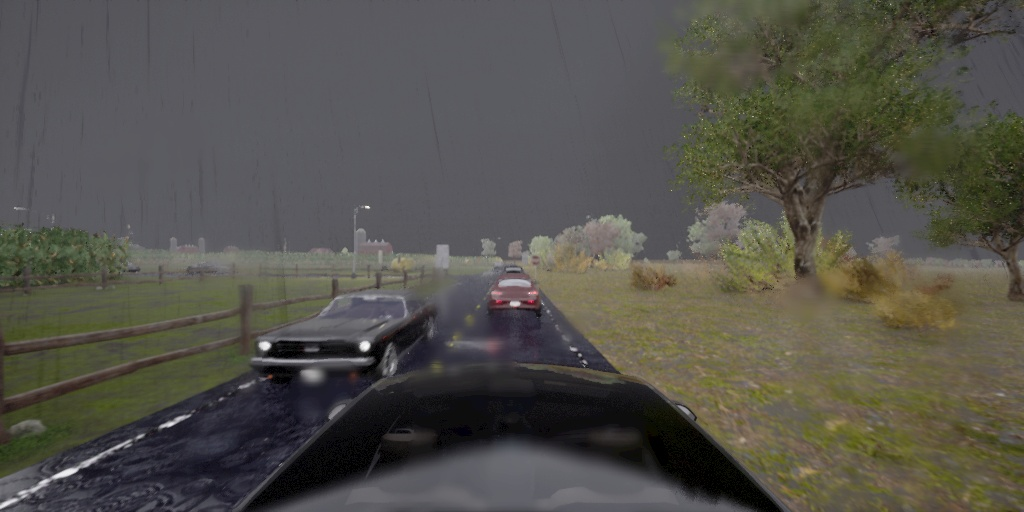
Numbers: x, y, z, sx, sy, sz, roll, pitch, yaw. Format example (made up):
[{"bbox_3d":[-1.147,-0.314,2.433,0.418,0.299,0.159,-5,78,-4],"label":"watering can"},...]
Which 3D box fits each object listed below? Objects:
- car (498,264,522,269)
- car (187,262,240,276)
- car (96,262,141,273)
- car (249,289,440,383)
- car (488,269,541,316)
[{"bbox_3d":[0.064,1.501,26.712,1.837,1.490,4.892,0,-1,-1],"label":"car"},{"bbox_3d":[-32.655,1.425,39.270,4.902,1.511,2.128,0,0,-1],"label":"car"},{"bbox_3d":[-46.304,1.399,42.017,4.181,1.385,1.994,0,0,0],"label":"car"},{"bbox_3d":[-2.851,1.405,7.326,1.895,1.301,4.718,0,-1,0],"label":"car"},{"bbox_3d":[0.093,1.394,13.864,1.812,1.442,4.674,0,0,0],"label":"car"}]
